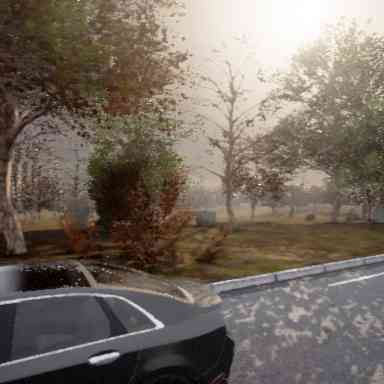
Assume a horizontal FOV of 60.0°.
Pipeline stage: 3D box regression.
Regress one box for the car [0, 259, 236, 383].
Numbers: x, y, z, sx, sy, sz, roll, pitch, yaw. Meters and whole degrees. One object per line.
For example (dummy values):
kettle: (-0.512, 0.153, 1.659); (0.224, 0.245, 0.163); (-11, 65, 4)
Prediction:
car: (-1.901, 1.459, 2.833); (4.892, 1.490, 1.837); (1, 1, -30)
